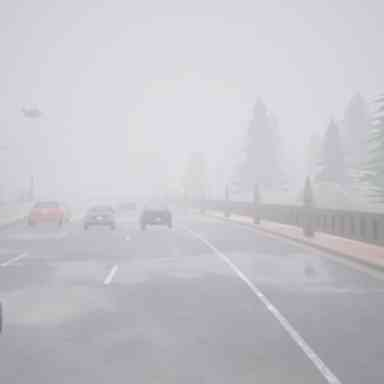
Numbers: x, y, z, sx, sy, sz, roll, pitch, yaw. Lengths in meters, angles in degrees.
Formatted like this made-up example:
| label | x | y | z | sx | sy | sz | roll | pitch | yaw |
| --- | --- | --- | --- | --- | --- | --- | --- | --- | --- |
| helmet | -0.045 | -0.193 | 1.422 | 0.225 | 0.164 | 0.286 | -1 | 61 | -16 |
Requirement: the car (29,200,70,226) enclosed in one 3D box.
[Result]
| label | x | y | z | sx | sy | sz | roll | pitch | yaw |
| --- | --- | --- | --- | --- | --- | --- | --- | --- | --- |
| car | -10.078 | 1.377 | 23.759 | 2.097 | 1.767 | 4.553 | 0 | 0 | -13 |

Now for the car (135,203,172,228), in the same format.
| label | x | y | z | sx | sy | sz | roll | pitch | yaw |
| --- | --- | --- | --- | --- | --- | --- | --- | --- | --- |
| car | -2.524 | 1.473 | 22.121 | 1.882 | 1.535 | 5.008 | 0 | 0 | -12 |

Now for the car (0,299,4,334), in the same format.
| label | x | y | z | sx | sy | sz | roll | pitch | yaw |
| --- | --- | --- | --- | --- | --- | --- | --- | --- | --- |
| car | -3.603 | 1.517 | 2.870 | 1.837 | 1.490 | 4.892 | 0 | 0 | -1 |

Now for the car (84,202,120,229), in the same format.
| label | x | y | z | sx | sy | sz | roll | pitch | yaw |
| --- | --- | --- | --- | --- | --- | --- | --- | --- | --- |
| car | -5.909 | 1.557 | 21.580 | 2.033 | 1.411 | 5.357 | 0 | 0 | -13 |

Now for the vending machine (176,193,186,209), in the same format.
| label | x | y | z | sx | sy | sz | roll | pitch | yaw |
| --- | --- | --- | --- | --- | --- | --- | --- | --- | --- |
| vending machine | -1.504 | 1.172 | 45.120 | 1.100 | 2.100 | 0.880 | 0 | 0 | -23 |

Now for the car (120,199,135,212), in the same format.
| label | x | y | z | sx | sy | sz | roll | pitch | yaw |
| --- | --- | --- | --- | --- | --- | --- | --- | --- | --- |
| car | -7.722 | 1.531 | 39.253 | 1.812 | 1.442 | 4.674 | 0 | 0 | -21 |
